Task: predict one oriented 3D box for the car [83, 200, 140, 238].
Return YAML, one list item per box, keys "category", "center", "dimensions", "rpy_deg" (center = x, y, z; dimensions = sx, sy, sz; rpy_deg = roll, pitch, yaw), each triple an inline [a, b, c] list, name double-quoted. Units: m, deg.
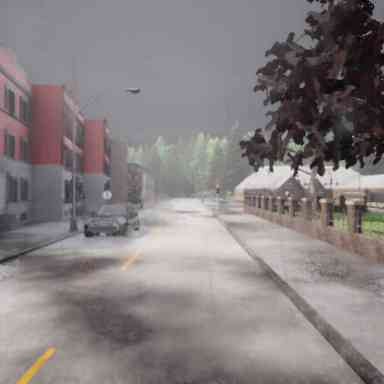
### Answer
- category: "car"
  center: [-4.087, 1.353, 17.544]
  dimensions: [2.097, 1.767, 4.553]
  rpy_deg: [0, 0, 0]
